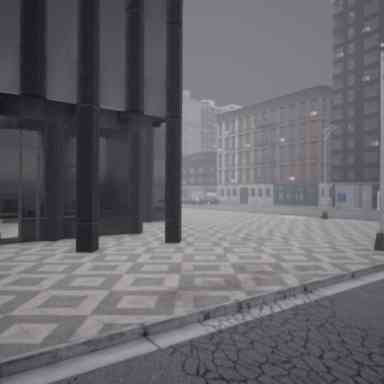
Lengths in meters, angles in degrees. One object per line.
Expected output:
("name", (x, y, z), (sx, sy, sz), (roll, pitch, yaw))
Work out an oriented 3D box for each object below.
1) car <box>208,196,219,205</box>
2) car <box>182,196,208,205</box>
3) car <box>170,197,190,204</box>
("car", (2.816, 1.585, 60.463), (1.837, 1.490, 4.892), (0, 0, -35))
("car", (0.257, 1.583, 58.506), (1.812, 1.442, 4.674), (0, 0, -35))
("car", (-2.491, 1.658, 67.928), (1.994, 1.385, 4.181), (0, 0, -35))
